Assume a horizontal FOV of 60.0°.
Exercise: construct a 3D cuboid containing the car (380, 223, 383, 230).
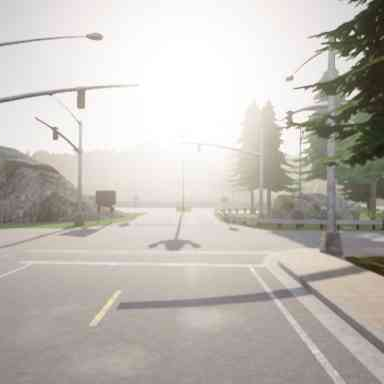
[{"bbox_3d":[15.041,2.049,21.130,5.357,1.411,2.033,0,-1,-2],"label":"car"}]
